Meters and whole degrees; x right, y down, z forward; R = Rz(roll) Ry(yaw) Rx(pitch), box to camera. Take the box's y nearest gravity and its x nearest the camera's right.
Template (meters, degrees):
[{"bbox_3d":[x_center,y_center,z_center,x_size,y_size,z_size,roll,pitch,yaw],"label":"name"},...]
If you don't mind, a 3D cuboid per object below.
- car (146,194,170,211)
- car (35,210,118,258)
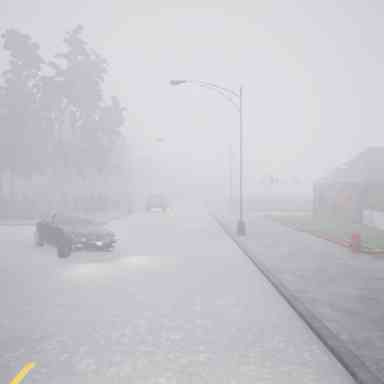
[{"bbox_3d":[-4.227,1.221,40.326,2.150,2.045,5.566,0,0,0],"label":"car"},{"bbox_3d":[-4.629,1.508,12.990,1.837,1.490,4.892,5,-4,-40],"label":"car"}]
